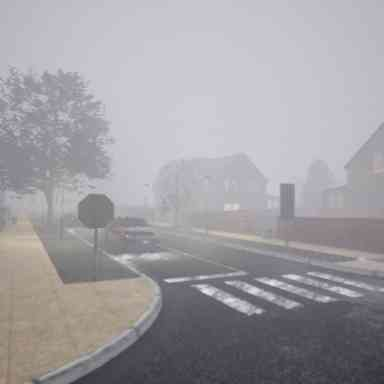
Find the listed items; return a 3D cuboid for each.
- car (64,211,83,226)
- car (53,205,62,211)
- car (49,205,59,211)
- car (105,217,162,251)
[{"bbox_3d":[-11.002,2.511,31.926,1.895,1.301,4.718,2,-2,-27],"label":"car"},{"bbox_3d":[-30.515,3.636,75.937,1.812,1.442,4.674,2,-2,-27],"label":"car"},{"bbox_3d":[-35.180,4.042,84.962,1.895,1.301,4.718,2,-3,-27],"label":"car"},{"bbox_3d":[-3.072,1.976,16.555,1.812,1.442,4.674,2,-2,-27],"label":"car"}]
